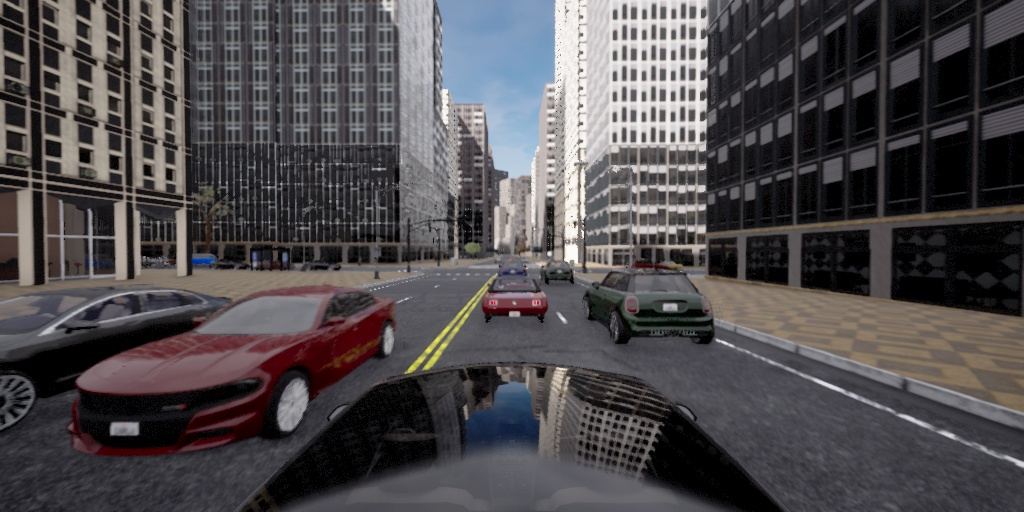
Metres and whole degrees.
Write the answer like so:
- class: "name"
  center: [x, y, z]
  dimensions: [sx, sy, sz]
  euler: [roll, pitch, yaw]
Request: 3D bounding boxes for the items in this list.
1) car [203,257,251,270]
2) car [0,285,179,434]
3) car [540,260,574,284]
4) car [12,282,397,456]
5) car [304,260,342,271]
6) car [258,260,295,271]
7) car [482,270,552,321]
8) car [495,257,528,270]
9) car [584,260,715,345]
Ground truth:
- class: "car"
  center: [-34.175, 1.058, 43.473]
  dimensions: [4.313, 1.339, 1.948]
  euler: [0, 0, 1]
- class: "car"
  center: [-6.605, 1.243, 5.463]
  dimensions: [2.128, 1.511, 4.902]
  euler: [0, 0, 0]
- class: "car"
  center: [3.303, 1.080, 26.967]
  dimensions: [2.097, 1.767, 4.553]
  euler: [0, 0, 0]
- class: "car"
  center: [-3.354, 1.227, 5.598]
  dimensions: [1.882, 1.535, 5.008]
  euler: [0, 0, 0]
- class: "car"
  center: [-22.810, 1.158, 43.189]
  dimensions: [4.313, 1.339, 1.948]
  euler: [0, 0, 1]
- class: "car"
  center: [-28.494, 1.125, 43.311]
  dimensions: [4.207, 1.307, 1.802]
  euler: [0, 0, 1]
- class: "car"
  center: [0.080, 1.344, 12.311]
  dimensions: [1.895, 1.301, 4.718]
  euler: [0, 0, 0]
- class: "car"
  center: [0.053, 1.081, 27.003]
  dimensions: [2.097, 1.767, 4.553]
  euler: [0, 0, 0]
- class: "car"
  center: [3.328, 1.096, 9.657]
  dimensions: [2.097, 1.767, 4.553]
  euler: [0, 0, 0]
